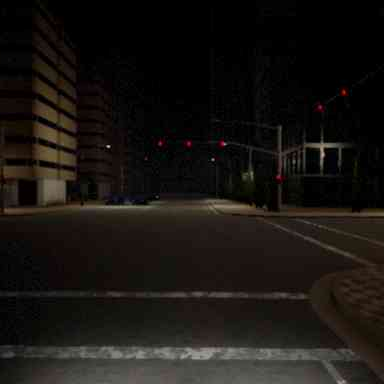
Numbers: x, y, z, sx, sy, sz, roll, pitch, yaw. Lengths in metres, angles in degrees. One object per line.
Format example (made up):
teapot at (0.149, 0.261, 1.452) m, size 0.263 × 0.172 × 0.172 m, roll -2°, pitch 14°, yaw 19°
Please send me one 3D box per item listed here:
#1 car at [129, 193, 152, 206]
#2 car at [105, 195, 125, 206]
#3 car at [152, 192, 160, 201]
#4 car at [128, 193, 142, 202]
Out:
car at (-7.205, 1.113, 46.484) m, size 1.882 × 1.535 × 5.008 m, roll 0°, pitch 1°, yaw 0°
car at (-10.705, 1.113, 46.488) m, size 1.882 × 1.535 × 5.008 m, roll 0°, pitch 1°, yaw 0°
car at (-7.200, 0.859, 62.920) m, size 2.097 × 1.767 × 4.553 m, roll 0°, pitch 0°, yaw 0°
car at (-10.697, 1.012, 62.826) m, size 1.837 × 1.490 × 4.892 m, roll 0°, pitch 0°, yaw 0°
